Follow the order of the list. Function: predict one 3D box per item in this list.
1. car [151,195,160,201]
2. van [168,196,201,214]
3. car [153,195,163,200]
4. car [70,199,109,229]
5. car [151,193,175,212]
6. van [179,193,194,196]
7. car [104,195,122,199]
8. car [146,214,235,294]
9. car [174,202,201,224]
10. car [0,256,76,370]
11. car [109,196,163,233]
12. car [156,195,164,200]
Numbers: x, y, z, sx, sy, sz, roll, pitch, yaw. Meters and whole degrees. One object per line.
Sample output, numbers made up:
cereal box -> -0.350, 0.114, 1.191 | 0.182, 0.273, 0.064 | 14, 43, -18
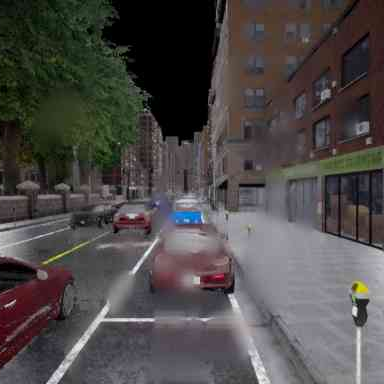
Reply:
car -> -8.815, 1.432, 80.459 | 1.752, 1.417, 4.829 | 0, 0, 0
van -> -0.290, 1.333, 19.998 | 1.690, 1.788, 3.998 | 0, 0, 0
car -> -8.815, 1.450, 86.079 | 2.008, 1.369, 4.403 | 0, 0, 0
car -> -6.245, 1.468, 21.527 | 1.882, 1.535, 5.008 | 0, 0, 0
car -> -3.048, 1.203, 33.248 | 2.150, 2.045, 5.566 | 0, 0, 0
van -> -0.290, 1.317, 36.980 | 1.690, 1.788, 3.998 | 0, 0, 0
car -> -8.815, 1.291, 36.940 | 2.192, 1.841, 5.009 | 0, 0, 0
car -> 0.004, 1.523, 8.650 | 1.812, 1.442, 4.674 | 0, 0, 0
car -> -0.290, 1.532, 25.659 | 1.887, 1.381, 4.507 | 0, 0, 0
car -> -3.056, 1.525, 4.289 | 1.812, 1.442, 4.674 | 0, 0, 0
car -> -3.146, 1.345, 19.564 | 2.097, 1.767, 4.553 | 0, 0, 0
car -> -8.815, 1.437, 91.530 | 1.887, 1.381, 4.507 | 0, 0, 0
